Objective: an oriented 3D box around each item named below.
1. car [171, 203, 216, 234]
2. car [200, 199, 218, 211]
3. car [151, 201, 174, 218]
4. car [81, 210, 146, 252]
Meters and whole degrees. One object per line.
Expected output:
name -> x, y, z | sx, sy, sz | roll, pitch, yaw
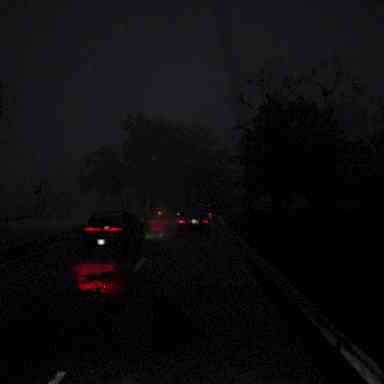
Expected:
car -> 0.107, 1.581, 19.552 | 2.033, 1.411, 5.357 | 0, 0, 0
car -> 1.824, 1.525, 37.203 | 2.128, 1.511, 4.902 | -1, 0, 11
car -> -2.528, 1.566, 30.950 | 1.837, 1.490, 4.892 | -1, 0, 6
car -> -3.154, 1.526, 13.996 | 1.837, 1.490, 4.892 | 0, -1, 0
